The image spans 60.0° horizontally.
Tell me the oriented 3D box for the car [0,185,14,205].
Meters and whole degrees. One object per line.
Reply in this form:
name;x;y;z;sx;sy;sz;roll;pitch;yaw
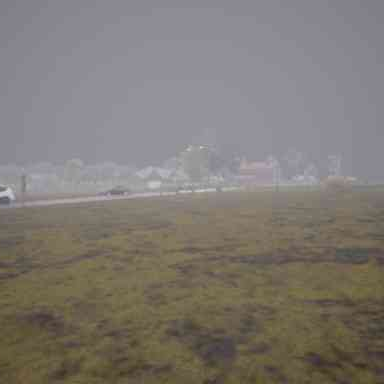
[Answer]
car;-20.755;0.408;33.095;2.150;2.045;5.566;1;3;36

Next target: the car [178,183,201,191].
car;-0.539;-0.846;60.488;2.033;1.411;5.357;1;3;36

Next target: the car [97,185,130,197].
car;-10.923;-0.125;46.489;1.837;1.490;4.892;1;4;36
